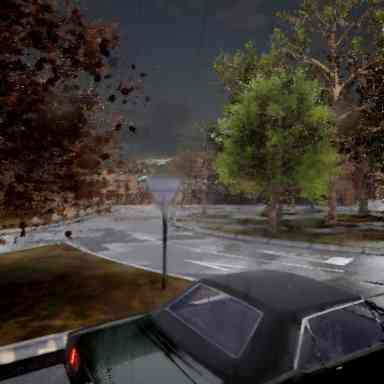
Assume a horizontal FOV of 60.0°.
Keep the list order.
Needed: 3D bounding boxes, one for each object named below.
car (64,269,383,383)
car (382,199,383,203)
[{"bbox_3d":[1.196,1.600,3.731,4.718,1.301,1.895,0,0,-30],"label":"car"},{"bbox_3d":[43.035,1.632,70.661,4.553,1.767,2.185,0,0,39],"label":"car"}]
